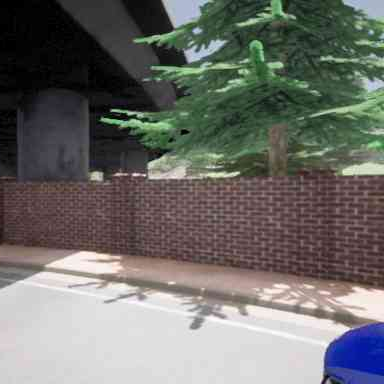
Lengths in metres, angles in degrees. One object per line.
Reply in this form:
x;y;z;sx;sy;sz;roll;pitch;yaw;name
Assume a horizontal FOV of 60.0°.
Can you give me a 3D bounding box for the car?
3.150;1.480;1.788;4.674;1.442;1.812;0;1;37;car
